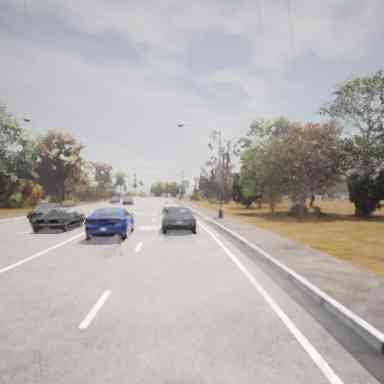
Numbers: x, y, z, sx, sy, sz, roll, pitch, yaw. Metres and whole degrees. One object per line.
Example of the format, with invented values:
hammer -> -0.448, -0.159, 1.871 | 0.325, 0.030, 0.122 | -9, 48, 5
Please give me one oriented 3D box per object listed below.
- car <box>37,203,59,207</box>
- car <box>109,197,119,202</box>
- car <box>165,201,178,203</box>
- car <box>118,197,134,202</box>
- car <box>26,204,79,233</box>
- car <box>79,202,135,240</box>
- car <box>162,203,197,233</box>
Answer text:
car -> -12.200, 1.633, 28.387 | 2.033, 1.411, 5.357 | 0, 0, -5
car -> -15.755, 1.702, 68.339 | 1.812, 1.442, 4.674 | 0, 0, -5
car -> -2.331, 1.690, 38.034 | 1.895, 1.301, 4.718 | 0, 0, -5
car -> -11.538, 1.700, 60.464 | 2.033, 1.411, 5.357 | 0, 0, -5
car -> -8.020, 1.662, 20.191 | 1.895, 1.301, 4.718 | 0, 0, -4
car -> -4.126, 1.525, 17.305 | 1.882, 1.535, 5.008 | 0, 0, -4
car -> -0.811, 1.611, 19.981 | 1.994, 1.385, 4.181 | 0, 0, -4
